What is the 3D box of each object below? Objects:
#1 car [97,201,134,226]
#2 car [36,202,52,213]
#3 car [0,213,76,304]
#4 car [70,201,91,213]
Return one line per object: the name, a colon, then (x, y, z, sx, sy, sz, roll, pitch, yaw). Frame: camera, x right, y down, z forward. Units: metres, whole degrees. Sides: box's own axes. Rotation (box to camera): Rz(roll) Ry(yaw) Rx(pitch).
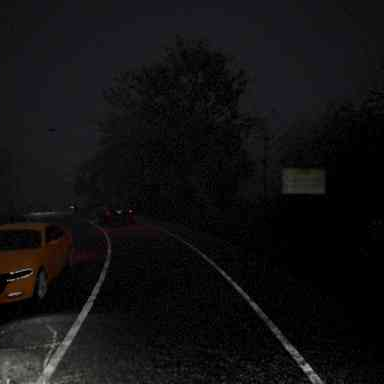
car: (-5.939, 1.484, 25.366, 2.097, 1.767, 4.553, -3, 0, -23)
car: (-21.701, 2.176, 48.775, 1.882, 1.535, 5.008, -3, 0, -26)
car: (-4.318, 1.543, 8.407, 1.882, 1.535, 5.008, -1, 0, -10)
car: (-13.810, 1.892, 40.903, 2.128, 1.511, 4.902, -3, 0, -28)
